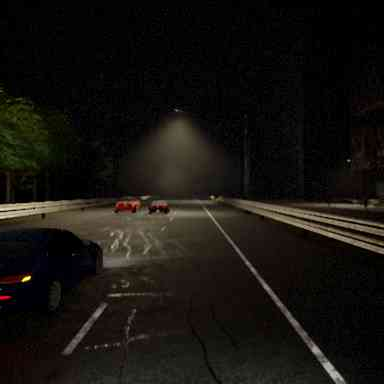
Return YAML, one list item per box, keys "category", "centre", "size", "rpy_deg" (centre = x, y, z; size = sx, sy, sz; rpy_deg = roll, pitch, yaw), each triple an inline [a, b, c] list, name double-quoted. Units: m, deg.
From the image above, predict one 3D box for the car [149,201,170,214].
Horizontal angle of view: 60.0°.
- category: "car"
  centre: [-3.380, 1.598, 35.222]
  size: [1.895, 1.301, 4.718]
  rpy_deg: [0, 0, 0]

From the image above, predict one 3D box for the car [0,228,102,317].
- category: "car"
  centre: [-3.400, 1.521, 7.351]
  size: [1.812, 1.442, 4.674]
  rpy_deg: [0, 0, 0]

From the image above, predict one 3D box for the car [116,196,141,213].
- category: "car"
  centre: [-6.881, 1.350, 36.350]
  size: [2.097, 1.767, 4.553]
  rpy_deg: [0, 0, 0]
